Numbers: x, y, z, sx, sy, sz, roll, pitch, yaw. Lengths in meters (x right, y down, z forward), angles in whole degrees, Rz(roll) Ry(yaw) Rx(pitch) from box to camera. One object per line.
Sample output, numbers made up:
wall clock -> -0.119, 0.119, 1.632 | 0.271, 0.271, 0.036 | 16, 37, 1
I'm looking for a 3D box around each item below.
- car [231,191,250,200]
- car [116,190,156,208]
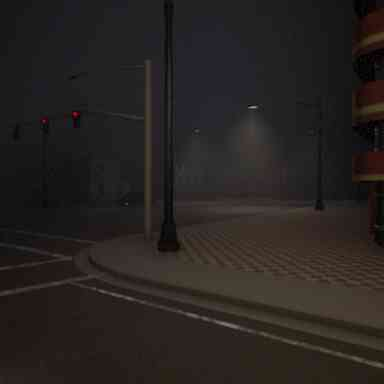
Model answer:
car -> 9.298, 0.668, 63.259 | 1.837, 1.490, 4.892 | 0, 1, 37
car -> -6.907, 0.843, 41.486 | 2.150, 2.045, 5.566 | 0, 1, 37
